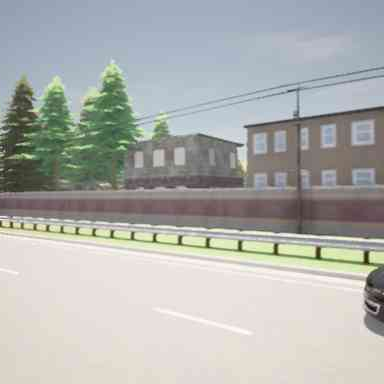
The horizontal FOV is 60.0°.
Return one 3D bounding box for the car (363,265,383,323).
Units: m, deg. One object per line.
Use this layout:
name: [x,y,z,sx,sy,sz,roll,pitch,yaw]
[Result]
car: [5.129,1.487,4.632,4.892,1.490,1.837,0,0,36]
